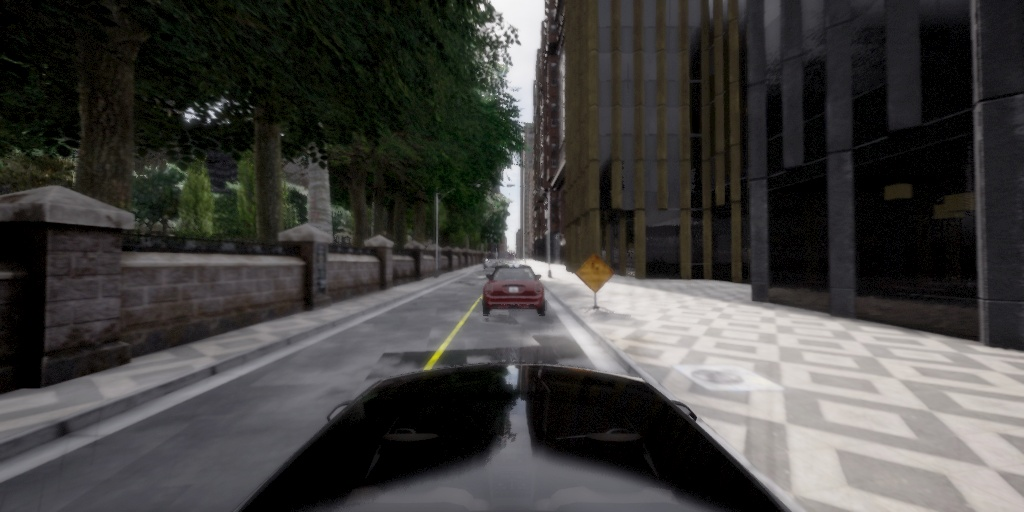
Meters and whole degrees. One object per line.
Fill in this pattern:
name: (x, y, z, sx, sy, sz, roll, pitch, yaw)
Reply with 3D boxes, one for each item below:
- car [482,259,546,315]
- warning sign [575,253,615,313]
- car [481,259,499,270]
car: (0.072, 1.080, 13.537, 2.097, 1.767, 4.553, 0, 0, 0)
warning sign: (2.720, 0.848, 11.650, 1.300, 1.860, 1.060, 0, 0, 0)
car: (-3.069, 1.141, 50.647, 2.128, 1.511, 4.902, 0, 0, 0)
